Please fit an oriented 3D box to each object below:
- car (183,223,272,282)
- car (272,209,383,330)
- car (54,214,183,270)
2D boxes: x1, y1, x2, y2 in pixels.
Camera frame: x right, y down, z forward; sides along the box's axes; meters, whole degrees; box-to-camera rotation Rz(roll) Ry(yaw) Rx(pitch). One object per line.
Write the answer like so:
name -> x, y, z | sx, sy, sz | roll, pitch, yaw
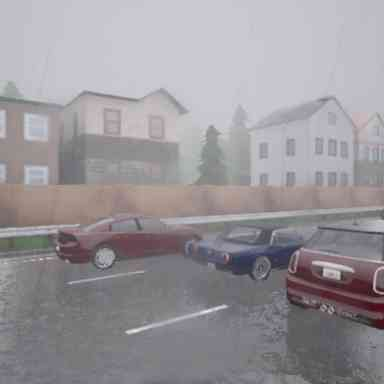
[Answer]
car -> 2.297, 1.572, 9.683 | 4.718, 1.301, 1.895 | 0, 0, -35
car -> 3.976, 1.325, 6.583 | 4.553, 1.767, 2.097 | 0, 0, -35
car -> -1.853, 1.459, 11.022 | 5.008, 1.535, 1.882 | 0, 0, -35
